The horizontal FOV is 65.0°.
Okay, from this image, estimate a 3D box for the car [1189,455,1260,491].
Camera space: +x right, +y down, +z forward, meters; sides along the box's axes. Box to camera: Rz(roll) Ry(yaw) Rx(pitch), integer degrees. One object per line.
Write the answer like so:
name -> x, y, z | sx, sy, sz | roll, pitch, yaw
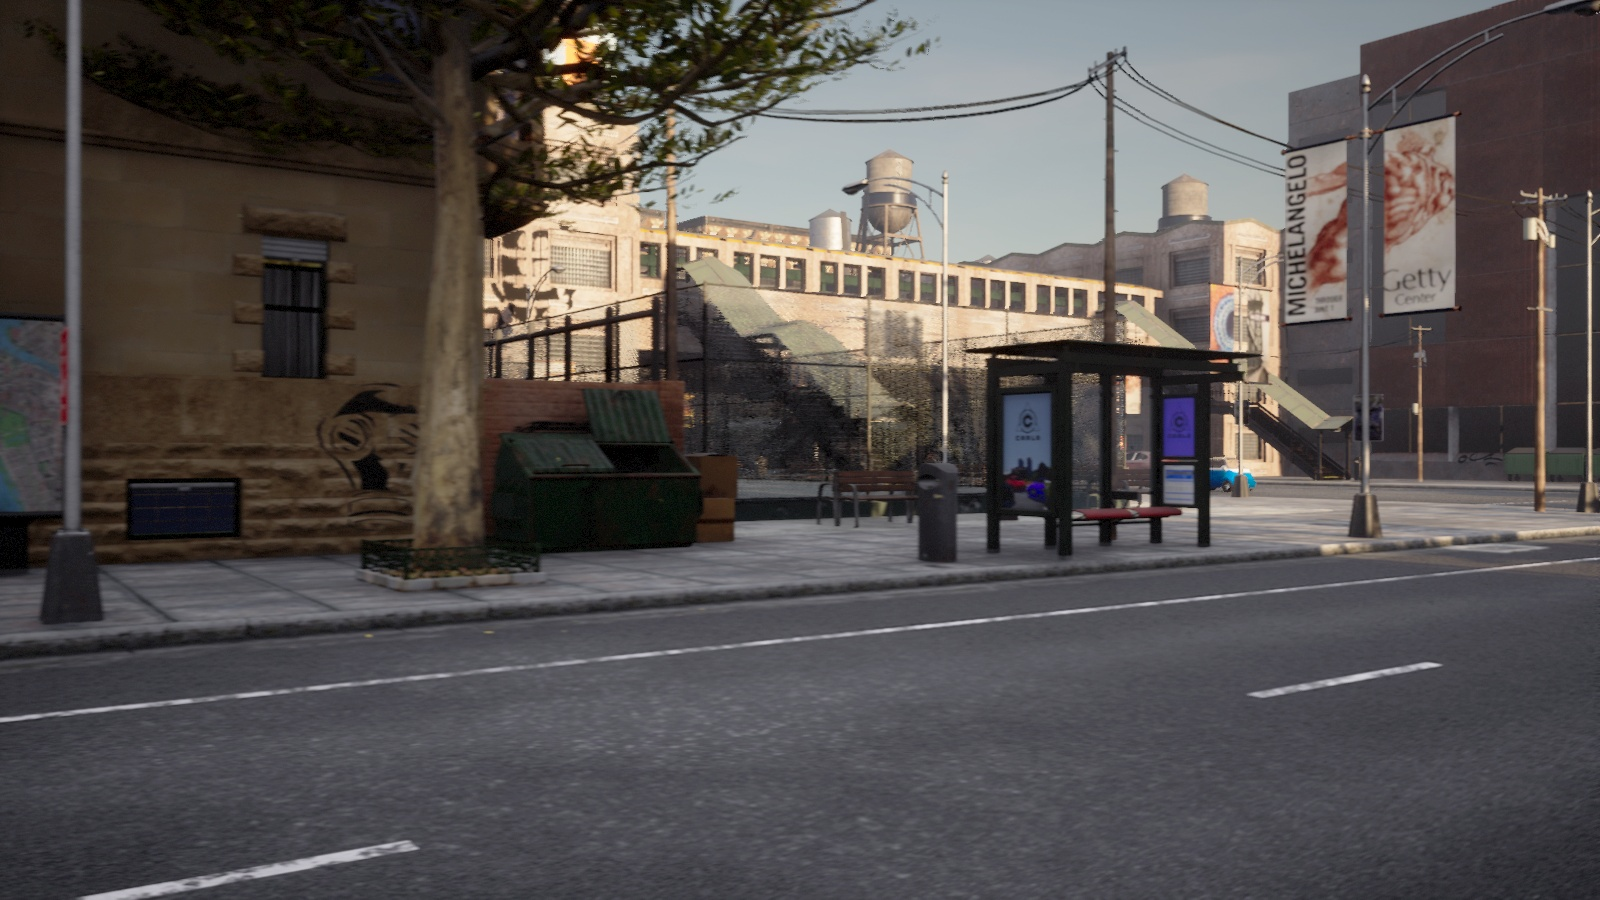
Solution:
car -> 16.659, 0.885, 49.317 | 1.481, 1.376, 2.207 | 0, -1, -34
